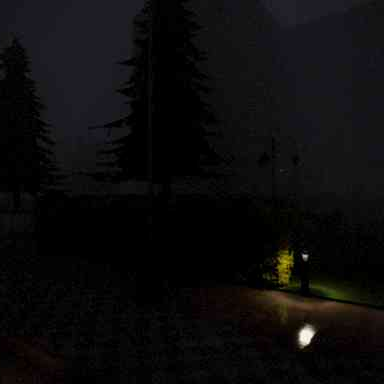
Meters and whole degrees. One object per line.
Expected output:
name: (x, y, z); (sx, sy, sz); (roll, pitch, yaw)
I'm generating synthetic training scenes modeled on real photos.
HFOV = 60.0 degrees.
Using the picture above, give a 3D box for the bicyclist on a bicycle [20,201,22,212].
bicyclist on a bicycle: (-18.425, 1.301, 35.129); (1.656, 1.620, 0.582); (0, 0, 36)
